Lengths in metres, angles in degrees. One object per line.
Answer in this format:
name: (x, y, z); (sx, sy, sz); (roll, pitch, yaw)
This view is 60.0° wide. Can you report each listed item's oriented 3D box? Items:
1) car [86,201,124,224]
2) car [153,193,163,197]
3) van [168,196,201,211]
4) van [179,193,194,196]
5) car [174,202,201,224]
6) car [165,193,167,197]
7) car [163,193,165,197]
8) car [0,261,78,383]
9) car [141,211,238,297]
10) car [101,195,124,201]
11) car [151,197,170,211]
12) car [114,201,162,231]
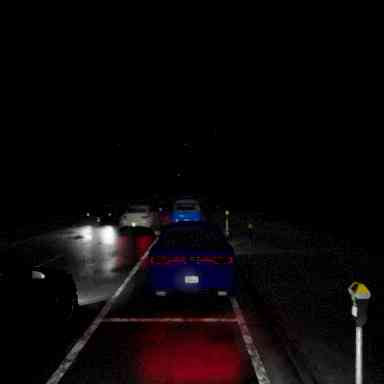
car: (-6.249, 1.589, 24.490); (1.895, 1.301, 4.718); (0, 0, 0)
car: (-8.815, 1.432, 80.459); (1.752, 1.417, 4.829); (0, 0, 0)
van: (-0.290, 1.333, 19.998); (1.690, 1.788, 3.998); (0, 0, 0)
van: (-0.290, 1.317, 36.980); (1.690, 1.788, 3.998); (0, 0, 0)
car: (-0.290, 1.532, 25.659); (1.887, 1.381, 4.507); (0, 0, 0)
car: (-8.815, 1.438, 91.530); (1.887, 1.381, 4.507); (0, 0, 0)
car: (-8.815, 1.450, 86.079); (2.008, 1.369, 4.403); (0, 0, 0)
car: (-3.050, 1.564, 4.342); (1.994, 1.385, 4.181); (0, 0, 0)
car: (-0.005, 1.475, 8.650); (1.882, 1.535, 5.008); (0, 0, 0)
car: (-8.815, 1.291, 36.940); (2.192, 1.841, 5.009); (0, 0, 0)
car: (-3.049, 1.504, 34.708); (1.812, 1.442, 4.674); (0, 0, 0)
car: (-3.142, 1.517, 20.265); (1.812, 1.442, 4.674); (0, 0, 0)
